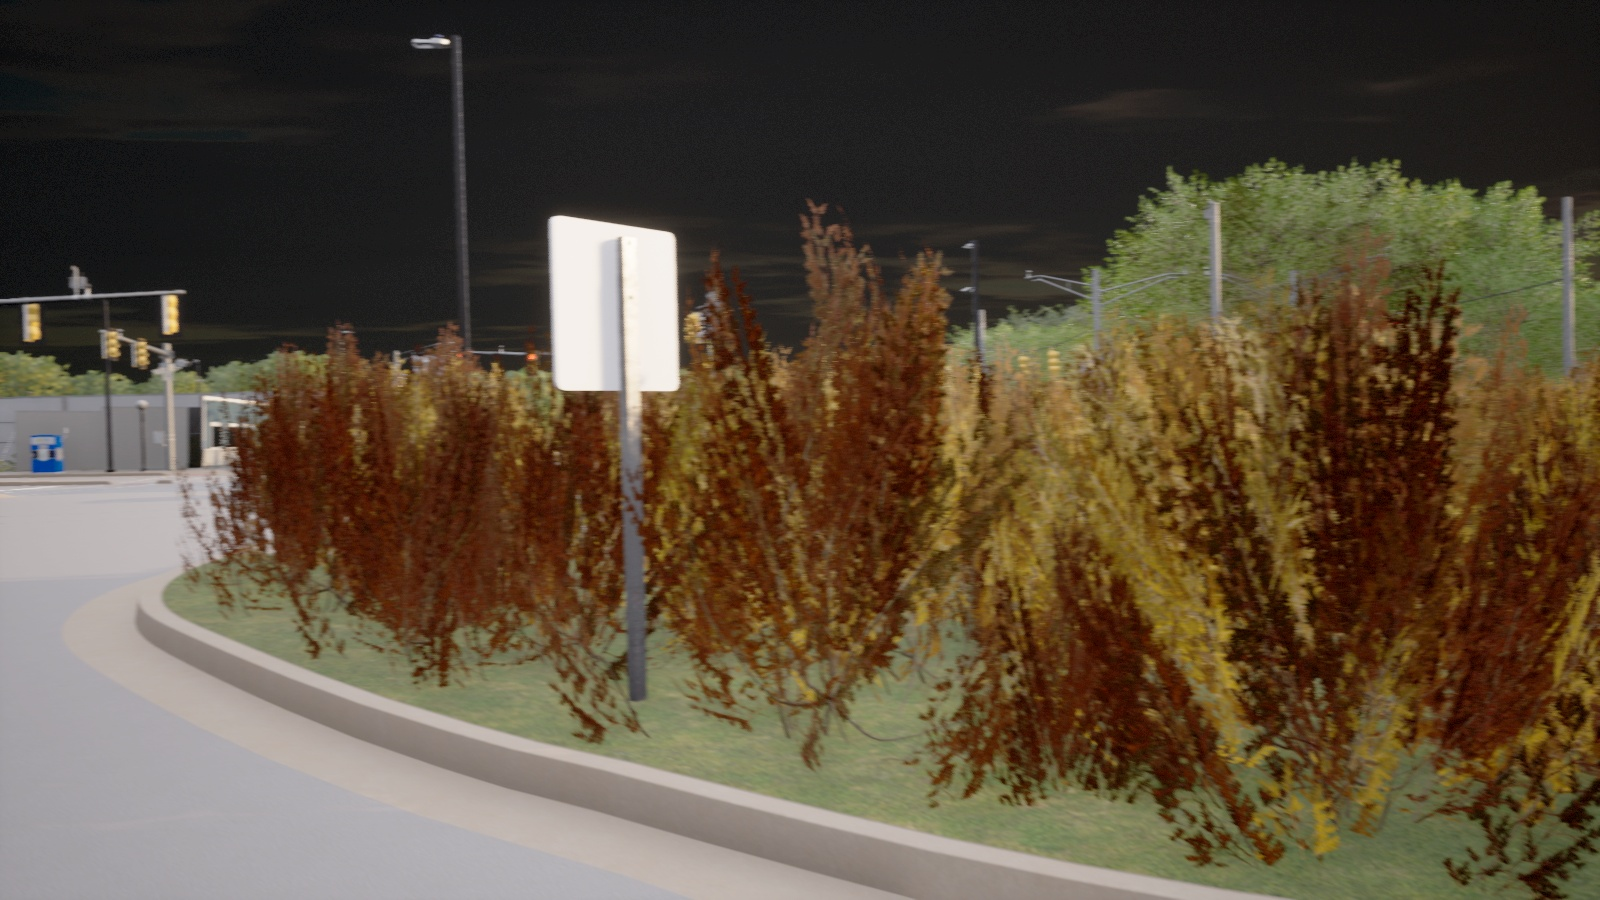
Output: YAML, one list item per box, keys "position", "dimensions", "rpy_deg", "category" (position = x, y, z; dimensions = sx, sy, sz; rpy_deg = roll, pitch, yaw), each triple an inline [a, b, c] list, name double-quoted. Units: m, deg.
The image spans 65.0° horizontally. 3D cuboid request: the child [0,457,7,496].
- position: [-26.225, 0.862, 41.121]
  dimensions: [0.270, 1.263, 0.437]
  rpy_deg: [-2, 1, -13]
  category: "child"
